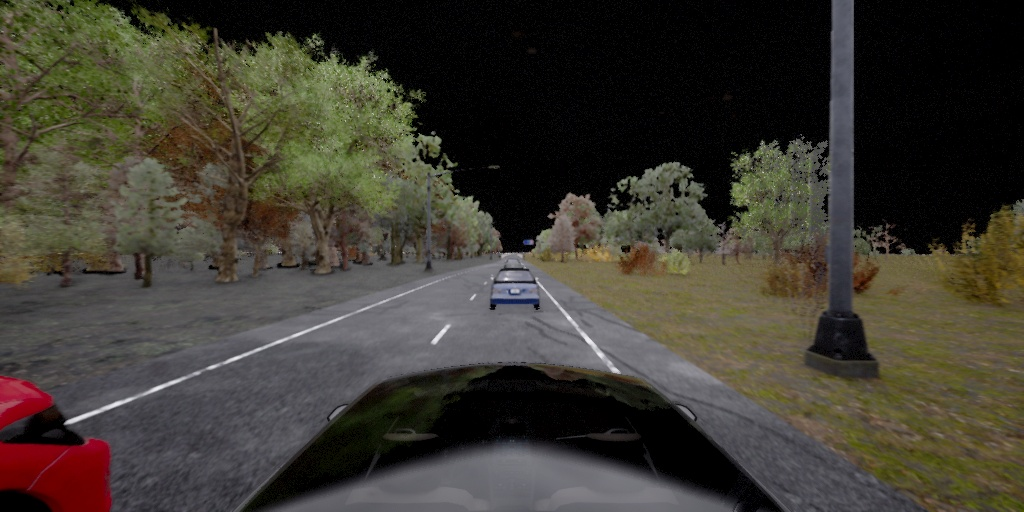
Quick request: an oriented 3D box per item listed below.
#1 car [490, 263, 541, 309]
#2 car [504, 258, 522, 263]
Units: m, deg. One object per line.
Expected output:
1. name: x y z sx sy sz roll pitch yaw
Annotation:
1. car: 0.103 1.170 14.246 2.033 1.411 5.357 0 1 0
2. car: 0.109 0.939 38.701 1.994 1.385 4.181 0 1 0
